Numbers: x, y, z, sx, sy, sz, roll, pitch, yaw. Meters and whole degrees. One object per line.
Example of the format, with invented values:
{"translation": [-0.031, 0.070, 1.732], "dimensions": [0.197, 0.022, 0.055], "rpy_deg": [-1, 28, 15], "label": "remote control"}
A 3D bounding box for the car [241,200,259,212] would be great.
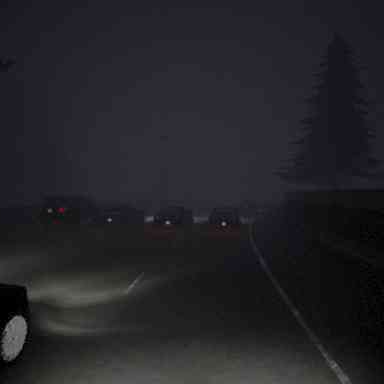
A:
{"translation": [6.889, 1.634, 40.227], "dimensions": [1.812, 1.442, 4.674], "rpy_deg": [0, 0, 18], "label": "car"}

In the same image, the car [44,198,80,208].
{"translation": [-19.508, 1.626, 50.236], "dimensions": [2.033, 1.411, 5.357], "rpy_deg": [0, 0, 19], "label": "car"}

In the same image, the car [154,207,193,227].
{"translation": [-1.130, 1.653, 23.152], "dimensions": [1.895, 1.301, 4.718], "rpy_deg": [0, 0, 10], "label": "car"}

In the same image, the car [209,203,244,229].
{"translation": [2.317, 1.658, 22.436], "dimensions": [1.895, 1.301, 4.718], "rpy_deg": [0, 0, 10], "label": "car"}

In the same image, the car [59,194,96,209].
{"translation": [-16.475, 1.301, 48.232], "dimensions": [2.150, 2.045, 5.566], "rpy_deg": [0, 0, 19], "label": "car"}

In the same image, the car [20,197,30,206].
{"translation": [-23.178, 1.294, 50.150], "dimensions": [2.150, 2.045, 5.566], "rpy_deg": [0, 0, 19], "label": "car"}

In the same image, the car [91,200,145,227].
{"translation": [-4.686, 1.536, 22.982], "dimensions": [2.128, 1.511, 4.902], "rpy_deg": [0, 0, 10], "label": "car"}

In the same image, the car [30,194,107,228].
{"translation": [-8.254, 1.259, 23.024], "dimensions": [2.150, 2.045, 5.566], "rpy_deg": [0, 0, 10], "label": "car"}

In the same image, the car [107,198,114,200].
{"translation": [-12.585, 1.636, 48.846], "dimensions": [2.033, 1.411, 5.357], "rpy_deg": [0, 0, 19], "label": "car"}

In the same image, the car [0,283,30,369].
{"translation": [-3.269, 1.478, 2.740], "dimensions": [1.882, 1.535, 5.008], "rpy_deg": [0, 0, 1], "label": "car"}
